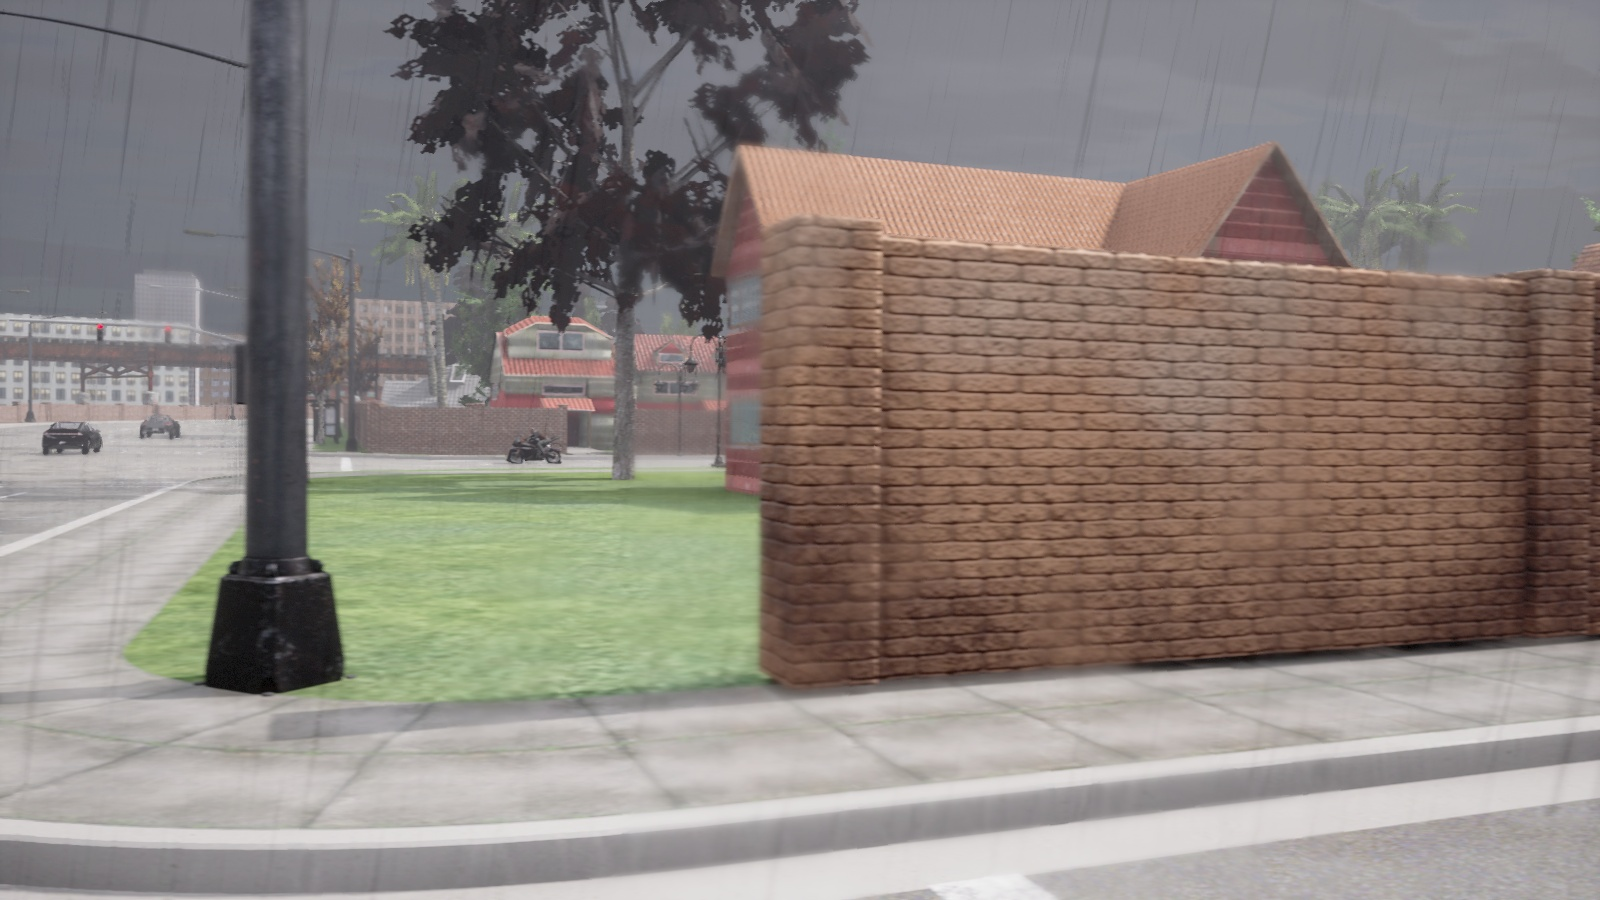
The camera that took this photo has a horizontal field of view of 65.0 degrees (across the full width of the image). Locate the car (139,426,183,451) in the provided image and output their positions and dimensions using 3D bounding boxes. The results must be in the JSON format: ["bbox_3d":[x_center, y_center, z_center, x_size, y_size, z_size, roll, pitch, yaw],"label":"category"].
[{"bbox_3d":[-44.854,-0.837,88.198,2.152,1.651,5.027,-1,2,-20],"label":"car"}]

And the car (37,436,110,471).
[{"bbox_3d":[-34.050,0.117,58.958,2.128,1.511,4.902,-1,1,-20],"label":"car"}]

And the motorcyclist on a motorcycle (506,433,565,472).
[{"bbox_3d":[-10.861,0.097,51.574,2.191,1.530,0.866,-1,1,-22],"label":"motorcyclist on a motorcycle"}]
